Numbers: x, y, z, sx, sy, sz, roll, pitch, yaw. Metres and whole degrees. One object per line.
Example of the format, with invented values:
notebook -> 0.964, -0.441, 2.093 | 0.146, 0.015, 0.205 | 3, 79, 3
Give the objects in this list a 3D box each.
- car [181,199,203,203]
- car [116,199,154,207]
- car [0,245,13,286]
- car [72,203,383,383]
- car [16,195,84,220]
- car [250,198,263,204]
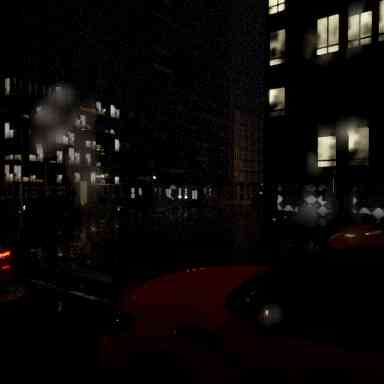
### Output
car -> -0.153, 1.675, 45.442 | 1.812, 1.442, 4.674 | 1, 0, 36
car -> -6.307, 1.594, 37.191 | 2.128, 1.511, 4.902 | 1, 0, 37
car -> -6.121, 1.522, 8.034 | 4.674, 1.442, 1.812 | 0, 0, 35
car -> 1.781, 1.221, 2.415 | 5.566, 2.045, 2.150 | 0, 0, 35
car -> -12.241, 1.279, 29.166 | 2.150, 2.045, 5.566 | 1, 0, 39
car -> 11.628, 1.792, 55.949 | 2.033, 1.411, 5.357 | 1, 0, 37
